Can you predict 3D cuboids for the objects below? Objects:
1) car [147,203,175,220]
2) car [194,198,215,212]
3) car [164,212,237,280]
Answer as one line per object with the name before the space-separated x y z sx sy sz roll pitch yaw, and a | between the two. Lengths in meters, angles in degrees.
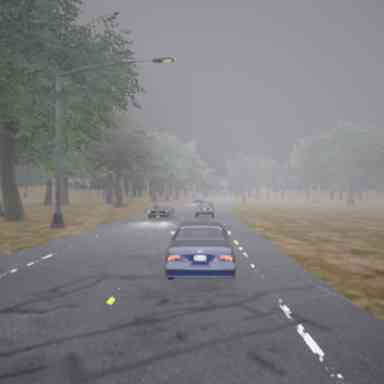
car | -2.640 1.679 29.149 1.895 1.301 4.718 0 0 4
car | 1.319 1.653 32.867 2.033 1.411 5.357 0 0 4
car | 0.257 1.575 10.125 2.033 1.411 5.357 0 0 2
